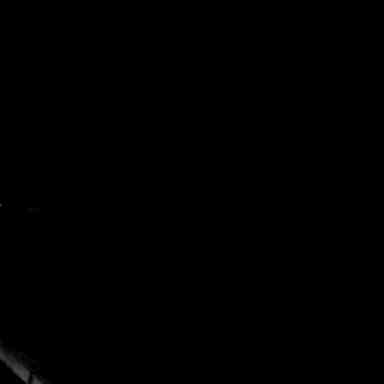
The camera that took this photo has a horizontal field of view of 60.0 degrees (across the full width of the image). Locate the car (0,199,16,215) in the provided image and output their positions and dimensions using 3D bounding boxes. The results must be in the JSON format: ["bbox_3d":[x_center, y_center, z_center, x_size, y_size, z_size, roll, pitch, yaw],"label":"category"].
[{"bbox_3d":[-18.315,1.418,31.959,2.128,1.511,4.902,0,0,-17],"label":"car"}]
